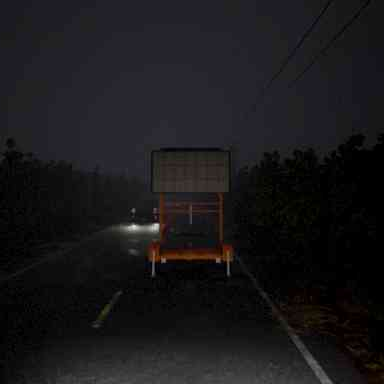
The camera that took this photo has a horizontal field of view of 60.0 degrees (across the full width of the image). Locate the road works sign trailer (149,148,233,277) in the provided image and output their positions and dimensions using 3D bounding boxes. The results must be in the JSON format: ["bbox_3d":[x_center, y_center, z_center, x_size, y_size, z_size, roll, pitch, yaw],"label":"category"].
[{"bbox_3d":[-0.035,0.461,10.220,2.380,3.560,2.880,0,0,0],"label":"road works sign trailer"}]

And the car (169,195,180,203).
[{"bbox_3d":[-3.464,1.330,65.879,2.097,1.767,4.553,0,0,0],"label":"car"}]

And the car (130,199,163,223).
[{"bbox_3d":[-3.389,1.343,25.603,2.097,1.767,4.553,0,0,0],"label":"car"}]
